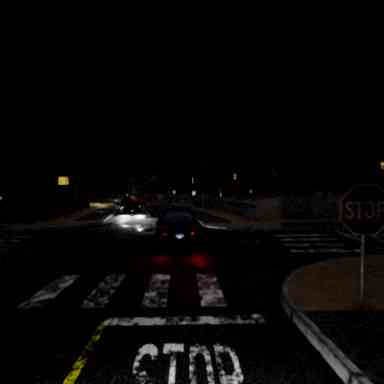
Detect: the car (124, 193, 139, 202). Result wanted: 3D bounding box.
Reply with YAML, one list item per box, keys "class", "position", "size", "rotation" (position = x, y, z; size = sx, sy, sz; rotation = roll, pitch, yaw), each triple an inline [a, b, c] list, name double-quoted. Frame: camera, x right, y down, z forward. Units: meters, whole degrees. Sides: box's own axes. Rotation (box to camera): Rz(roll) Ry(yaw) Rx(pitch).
- class: "car"
  position: [-12.573, 1.142, 68.912]
  size: [2.097, 1.767, 4.553]
  rotation: [-1, 0, -21]

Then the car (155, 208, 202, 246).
- class: "car"
  position: [-0.649, 1.436, 14.692]
  size: [1.812, 1.442, 4.674]
  rotation: [-1, 1, -4]

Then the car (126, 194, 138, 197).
- class: "car"
  position: [-9.707, 1.453, 50.228]
  size: [1.994, 1.385, 4.181]
  rotation: [0, 0, -15]

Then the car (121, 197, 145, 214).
- class: "car"
  position: [-6.098, 1.486, 33.905]
  size: [1.895, 1.301, 4.718]
  rotation: [0, 0, -10]

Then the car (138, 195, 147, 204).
- class: "car"
  position: [-9.327, 1.233, 59.333]
  size: [2.097, 1.767, 4.553]
  rotation: [0, 0, -18]
